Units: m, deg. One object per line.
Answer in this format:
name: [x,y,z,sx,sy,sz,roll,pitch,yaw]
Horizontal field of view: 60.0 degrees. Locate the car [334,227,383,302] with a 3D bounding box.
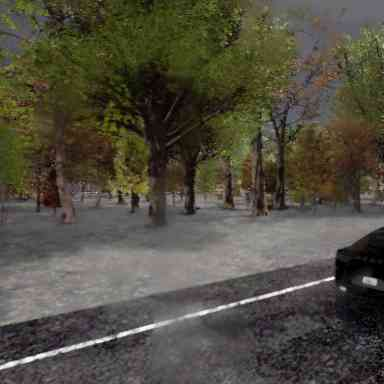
car: [5.253,1.465,7.492,5.008,1.535,1.882,0,0,-35]
